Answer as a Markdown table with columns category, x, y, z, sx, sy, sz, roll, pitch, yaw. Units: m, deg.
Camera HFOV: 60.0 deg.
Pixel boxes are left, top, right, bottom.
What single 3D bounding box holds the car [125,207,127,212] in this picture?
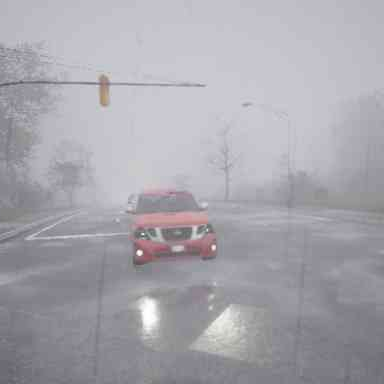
| category | x | y | z | sx | sy | sz | roll | pitch | yaw |
| --- | --- | --- | --- | --- | --- | --- | --- | --- | --- |
| car | -5.700 | 0.870 | 35.138 | 2.097 | 1.767 | 4.553 | -2 | -1 | -11 |

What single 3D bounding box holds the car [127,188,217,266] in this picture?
| category | x | y | z | sx | sy | sz | roll | pitch | yaw |
| --- | --- | --- | --- | --- | --- | --- | --- | --- | --- |
| car | -0.861 | 0.912 | 10.557 | 2.150 | 2.045 | 5.566 | -2 | 2 | -11 |
